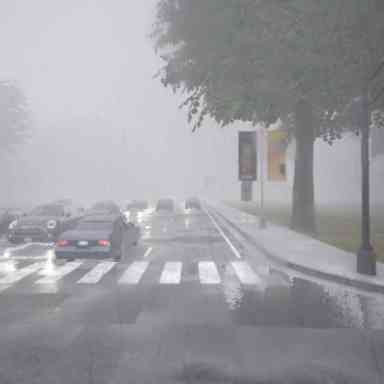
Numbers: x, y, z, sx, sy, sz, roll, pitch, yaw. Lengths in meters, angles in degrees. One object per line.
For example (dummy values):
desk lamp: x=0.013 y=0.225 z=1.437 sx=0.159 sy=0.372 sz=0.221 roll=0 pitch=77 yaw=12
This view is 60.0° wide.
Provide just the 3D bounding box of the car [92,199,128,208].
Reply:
car: x=-6.596 y=1.511 z=25.011 sx=2.033 sy=1.411 sz=5.357 roll=0 pitch=0 yaw=0

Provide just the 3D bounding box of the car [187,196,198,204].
car: x=0.094 y=1.407 z=60.966 sx=1.812 sy=1.442 sz=4.674 roll=0 pitch=0 yaw=0

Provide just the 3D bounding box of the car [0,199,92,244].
car: x=-6.595 y=1.331 z=15.628 sx=2.097 sy=1.767 sz=4.553 roll=0 pitch=0 yaw=0

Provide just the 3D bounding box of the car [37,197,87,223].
car: x=-9.841 y=1.318 z=25.658 sx=2.097 sy=1.767 sz=4.553 roll=0 pitch=0 yaw=0

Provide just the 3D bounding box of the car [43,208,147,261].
car: x=-3.150 y=1.530 z=12.145 sx=2.033 sy=1.411 sz=5.357 roll=0 pitch=0 yaw=0

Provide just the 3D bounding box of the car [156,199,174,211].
car: x=-3.148 y=1.482 z=38.950 sx=2.033 sy=1.411 sz=5.357 roll=0 pitch=0 yaw=0

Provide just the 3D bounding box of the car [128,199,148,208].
car: x=-6.572 y=1.535 z=40.107 sx=1.895 sy=1.301 sz=4.718 roll=0 pitch=0 yaw=1

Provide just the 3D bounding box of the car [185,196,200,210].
car: x=0.102 y=1.527 z=42.574 sx=1.895 sy=1.301 sz=4.718 roll=0 pitch=0 yaw=0

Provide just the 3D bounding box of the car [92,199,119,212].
car: x=-9.829 y=1.504 z=38.271 sx=1.994 sy=1.385 sz=4.181 roll=0 pitch=0 yaw=0
